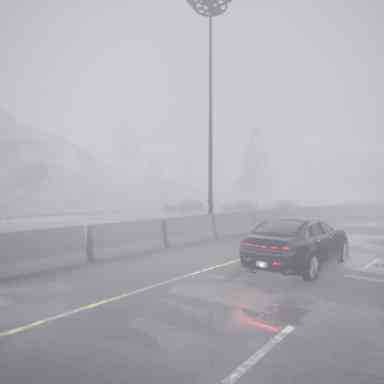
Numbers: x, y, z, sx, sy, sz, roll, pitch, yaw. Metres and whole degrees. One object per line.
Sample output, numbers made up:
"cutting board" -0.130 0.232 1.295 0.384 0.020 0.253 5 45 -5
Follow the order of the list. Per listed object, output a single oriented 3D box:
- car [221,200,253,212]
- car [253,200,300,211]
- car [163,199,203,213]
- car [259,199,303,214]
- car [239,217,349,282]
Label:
"car" 5.484 1.599 37.828 4.718 1.301 1.895 0 0 -42
"car" 7.987 1.527 30.613 4.674 1.442 1.812 0 0 -43
"car" -0.928 1.472 36.595 5.008 1.535 1.882 0 0 -44
"car" 10.049 1.549 37.211 5.357 1.411 2.033 0 0 -41
"car" 3.221 1.506 9.966 1.837 1.490 4.892 0 0 39
